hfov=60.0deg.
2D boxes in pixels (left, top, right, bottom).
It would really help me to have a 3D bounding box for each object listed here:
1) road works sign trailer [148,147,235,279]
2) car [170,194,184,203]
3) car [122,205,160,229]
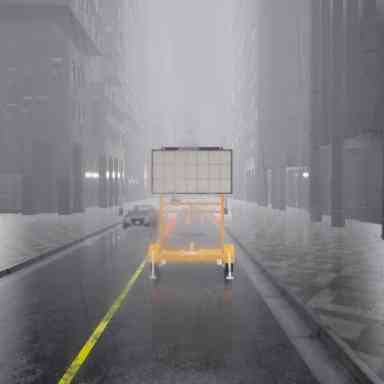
[{"bbox_3d":[0.003,0.459,10.014,2.380,3.560,2.880,0,0,1],"label":"road works sign trailer"},{"bbox_3d":[-3.081,1.411,63.707,1.837,1.490,4.892,0,0,0],"label":"car"},{"bbox_3d":[-3.110,1.549,21.081,1.994,1.385,4.181,0,0,0],"label":"car"}]
